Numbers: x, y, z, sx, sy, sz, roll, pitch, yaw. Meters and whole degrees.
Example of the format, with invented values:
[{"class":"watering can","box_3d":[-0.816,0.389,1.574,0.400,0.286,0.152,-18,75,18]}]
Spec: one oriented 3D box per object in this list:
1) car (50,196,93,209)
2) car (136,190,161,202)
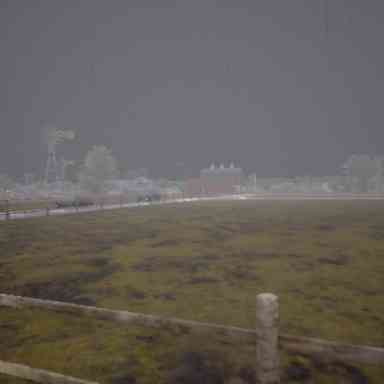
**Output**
[{"class":"car","box_3d":[-13.763,1.162,38.501,2.033,1.411,5.357,0,1,21]},{"class":"car","box_3d":[-7.140,0.685,55.432,2.150,2.045,5.566,0,1,21]}]
